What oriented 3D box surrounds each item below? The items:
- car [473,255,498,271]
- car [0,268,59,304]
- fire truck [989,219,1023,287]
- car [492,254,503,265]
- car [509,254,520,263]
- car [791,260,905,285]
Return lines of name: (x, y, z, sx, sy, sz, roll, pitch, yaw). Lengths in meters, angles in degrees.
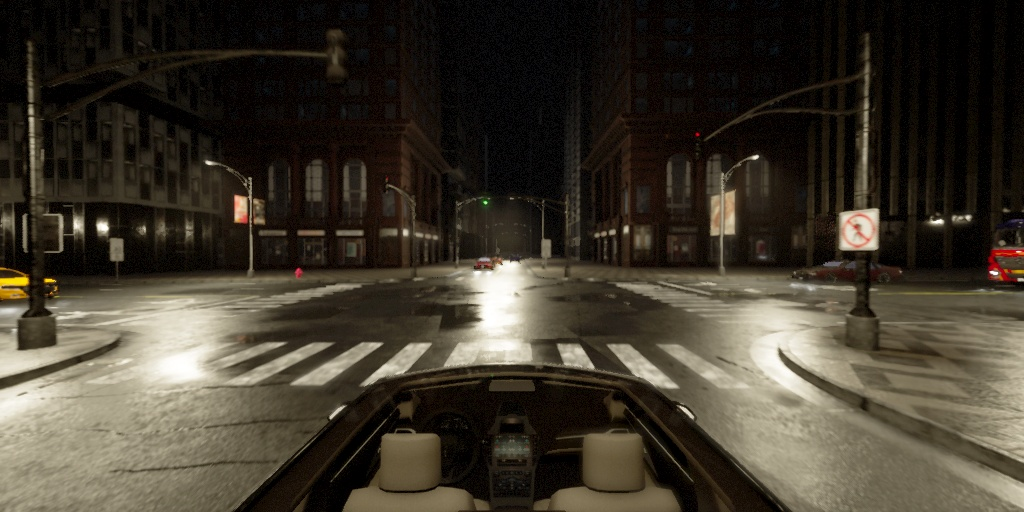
car: (-2.961, 0.878, 38.786, 1.994, 1.385, 4.181, 0, 1, 1)
car: (-22.558, 1.220, 15.304, 5.008, 1.535, 1.882, -1, 1, 1)
fire truck: (29.691, -0.267, 17.819, 8.468, 3.827, 2.891, 0, 1, 1)
car: (-2.610, 0.458, 56.969, 2.097, 1.767, 4.553, 0, 1, 1)
car: (0.533, 0.506, 63.869, 1.882, 1.535, 5.008, 0, 1, 1)
car: (19.905, 0.930, 21.333, 5.357, 1.411, 2.033, 0, 1, 1)
